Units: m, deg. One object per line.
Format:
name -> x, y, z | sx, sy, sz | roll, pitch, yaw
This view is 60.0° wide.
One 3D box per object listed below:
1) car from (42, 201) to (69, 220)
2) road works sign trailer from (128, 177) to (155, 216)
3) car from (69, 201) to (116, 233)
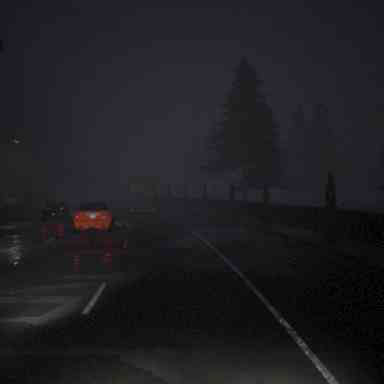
car -> -11.129, 1.453, 27.464 | 2.128, 1.511, 4.902 | 0, 0, -16
road works sign trailer -> -4.945, 0.400, 31.841 | 2.380, 3.560, 2.880 | 0, 0, -20
car -> -5.647, 1.318, 19.695 | 2.097, 1.767, 4.553 | 0, 0, -11
